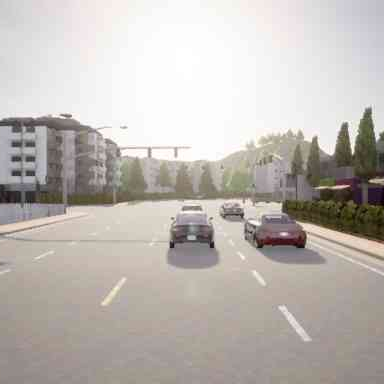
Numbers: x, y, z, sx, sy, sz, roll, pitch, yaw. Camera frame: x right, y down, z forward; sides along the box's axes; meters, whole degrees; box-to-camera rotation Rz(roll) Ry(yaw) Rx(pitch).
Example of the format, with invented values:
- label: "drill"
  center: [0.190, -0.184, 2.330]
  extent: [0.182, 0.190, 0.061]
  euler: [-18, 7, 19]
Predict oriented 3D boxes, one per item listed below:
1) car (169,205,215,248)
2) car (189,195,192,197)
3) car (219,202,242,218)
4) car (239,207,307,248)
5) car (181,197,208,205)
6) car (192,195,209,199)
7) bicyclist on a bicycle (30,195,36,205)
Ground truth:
- label: "car"
  center: [0.000, 1.532, 14.650]
  extent: [1.812, 1.442, 4.674]
  euler: [0, 0, 0]
- label: "car"
  center: [0.068, 1.589, 94.399]
  extent: [1.895, 1.301, 4.718]
  euler: [0, 0, 31]
- label: "car"
  center: [3.500, 1.562, 29.650]
  extent: [2.033, 1.411, 5.357]
  euler: [0, 0, 0]
- label: "car"
  center: [3.500, 1.571, 14.650]
  extent: [1.994, 1.385, 4.181]
  euler: [0, 0, 0]
- label: "car"
  center: [0.000, 1.494, 29.650]
  extent: [2.128, 1.511, 4.902]
  euler: [0, 0, 0]
- label: "car"
  center: [2.942, 1.538, 92.401]
  extent: [2.033, 1.411, 5.357]
  euler: [0, 0, 31]
- label: "bicyclist on a bicycle"
  center: [-25.129, 1.299, 52.556]
  extent: [0.582, 1.620, 1.656]
  euler: [0, 0, 1]
